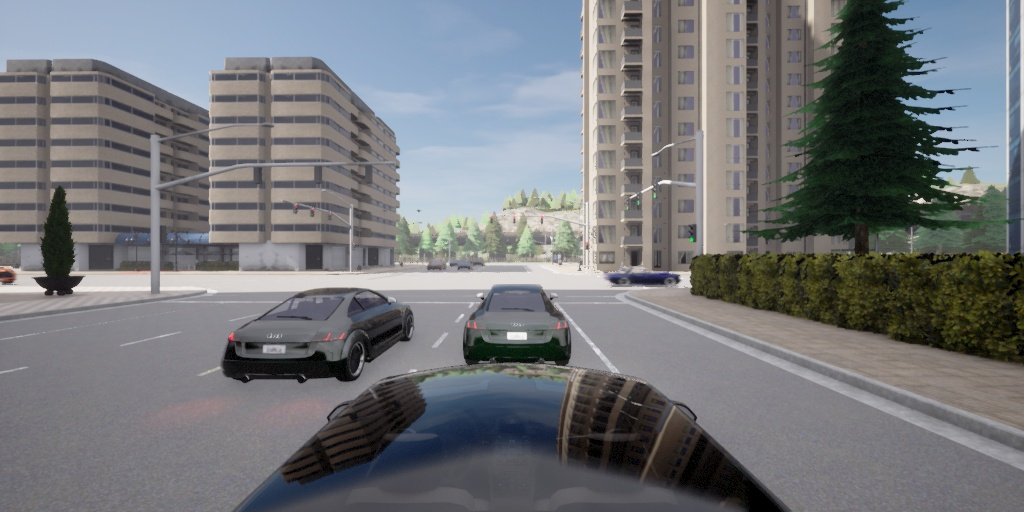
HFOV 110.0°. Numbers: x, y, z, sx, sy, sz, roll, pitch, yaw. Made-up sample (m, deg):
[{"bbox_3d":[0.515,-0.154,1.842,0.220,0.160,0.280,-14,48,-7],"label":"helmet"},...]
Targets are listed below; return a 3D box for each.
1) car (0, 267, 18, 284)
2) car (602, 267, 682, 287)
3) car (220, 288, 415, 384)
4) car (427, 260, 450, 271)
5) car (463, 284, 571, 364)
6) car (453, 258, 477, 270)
[{"bbox_3d":[-36.927,1.046,24.384,4.553,1.767,2.097,0,0,1],"label":"car"},{"bbox_3d":[8.488,1.375,23.561,4.718,1.301,1.895,0,0,1],"label":"car"},{"bbox_3d":[-3.399,1.314,7.179,1.994,1.385,4.181,0,0,1],"label":"car"},{"bbox_3d":[-10.212,1.227,48.787,1.882,1.535,5.008,0,1,1],"label":"car"},{"bbox_3d":[0.113,1.314,8.036,1.994,1.385,4.181,0,0,1],"label":"car"},{"bbox_3d":[-6.682,1.296,51.829,2.033,1.411,5.357,0,0,1],"label":"car"}]
